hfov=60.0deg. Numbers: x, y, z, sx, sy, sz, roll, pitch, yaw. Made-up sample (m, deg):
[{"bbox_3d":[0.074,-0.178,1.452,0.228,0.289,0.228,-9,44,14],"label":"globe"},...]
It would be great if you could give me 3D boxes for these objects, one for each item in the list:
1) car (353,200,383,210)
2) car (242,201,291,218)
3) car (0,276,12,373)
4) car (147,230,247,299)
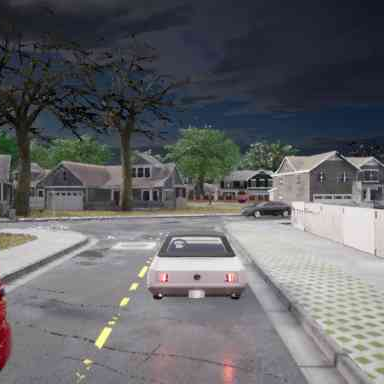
[{"bbox_3d":[17.328,1.599,33.704,4.892,1.490,1.837,0,0,-17],"label":"car"},{"bbox_3d":[6.781,1.554,30.147,4.892,1.490,1.837,0,0,-19],"label":"car"},{"bbox_3d":[-2.858,1.221,1.040,2.150,2.045,5.566,0,0,0],"label":"car"},{"bbox_3d":[0.097,1.602,8.374,1.895,1.301,4.718,0,0,0],"label":"car"}]
